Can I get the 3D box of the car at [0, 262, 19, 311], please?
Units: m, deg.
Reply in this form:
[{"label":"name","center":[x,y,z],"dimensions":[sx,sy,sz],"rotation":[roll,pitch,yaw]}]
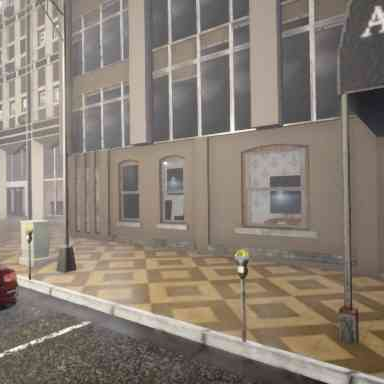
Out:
[{"label":"car","center":[-4.975,1.584,6.433],"dimensions":[4.206,1.307,1.802],"rotation":[0,-1,35]}]
